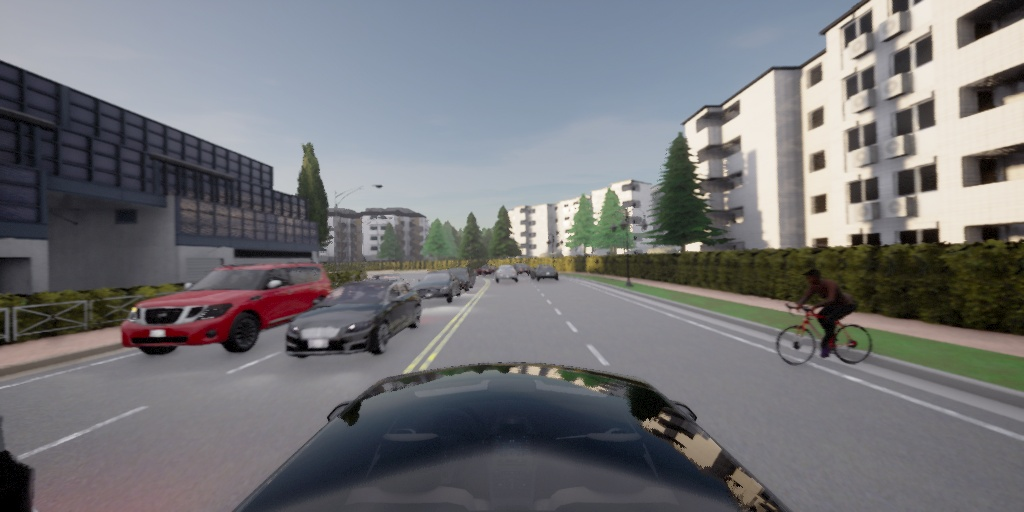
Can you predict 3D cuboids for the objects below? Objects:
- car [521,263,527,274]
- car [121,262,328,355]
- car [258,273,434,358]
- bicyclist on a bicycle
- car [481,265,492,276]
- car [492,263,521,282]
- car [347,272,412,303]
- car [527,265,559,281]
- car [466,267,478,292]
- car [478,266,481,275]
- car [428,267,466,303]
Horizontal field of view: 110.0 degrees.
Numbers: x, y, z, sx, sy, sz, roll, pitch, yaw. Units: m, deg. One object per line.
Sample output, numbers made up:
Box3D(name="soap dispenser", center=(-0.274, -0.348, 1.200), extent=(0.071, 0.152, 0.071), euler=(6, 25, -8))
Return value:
Box3D(name="car", center=(0.787, 1.603, 43.197), extent=(2.033, 1.411, 5.357), euler=(-1, 0, -19))
Box3D(name="car", center=(-7.163, 1.227, 10.004), extent=(2.150, 2.045, 5.566), euler=(-2, 0, 0))
Box3D(name="car", center=(-3.658, 1.397, 9.171), extent=(2.128, 1.511, 4.902), euler=(-2, 0, -1))
Box3D(name="bicyclist on a bicycle", center=(5.293, 1.045, 6.099), extent=(1.656, 1.620, 0.582), euler=(-1, 0, 0))
Box3D(name="car", center=(-3.065, 1.761, 43.511), extent=(1.895, 1.301, 4.718), euler=(-1, 0, -20))
Box3D(name="car", center=(-0.570, 1.528, 31.915), extent=(1.812, 1.442, 4.674), euler=(-1, -1, -5))
Box3D(name="car", center=(-7.238, 1.688, 20.108), extent=(1.895, 1.301, 4.718), euler=(-2, 0, -1))
Box3D(name="car", center=(2.885, 1.479, 32.485), extent=(1.994, 1.385, 4.181), euler=(-1, 0, -5))
Box3D(name="car", center=(-3.641, 1.582, 23.992), extent=(1.837, 1.490, 4.892), euler=(-2, 0, 0))
Box3D(name="car", center=(-3.918, 1.617, 29.117), extent=(2.033, 1.411, 5.357), euler=(-2, 0, -3))
Box3D(name="car", center=(-3.733, 1.506, 18.437), extent=(1.812, 1.442, 4.674), euler=(-2, 0, 0))
